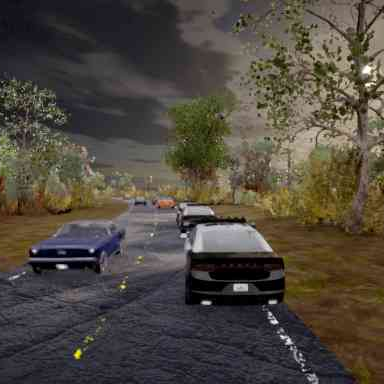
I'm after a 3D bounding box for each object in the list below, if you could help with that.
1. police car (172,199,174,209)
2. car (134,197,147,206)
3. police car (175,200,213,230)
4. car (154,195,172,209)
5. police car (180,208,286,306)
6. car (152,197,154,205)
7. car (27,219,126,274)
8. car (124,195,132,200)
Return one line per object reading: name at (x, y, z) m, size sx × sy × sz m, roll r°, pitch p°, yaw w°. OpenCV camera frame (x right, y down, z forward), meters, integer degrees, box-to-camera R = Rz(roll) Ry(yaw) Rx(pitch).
police car at (-0.218, 1.423, 24.349) m, size 1.930 × 1.638 × 5.238 m, roll 0°, pitch 0°, yaw -5°
car at (-8.307, 1.473, 53.658) m, size 1.882 × 1.535 × 5.008 m, roll 0°, pitch 0°, yaw -11°
police car at (0.244, 1.424, 18.319) m, size 1.930 × 1.638 × 5.238 m, roll 0°, pitch 0°, yaw -4°
car at (-3.680, 1.348, 45.664) m, size 2.097 × 1.767 × 4.553 m, roll 0°, pitch 0°, yaw -9°
police car at (0.746, 1.425, 8.252) m, size 1.930 × 1.638 × 5.238 m, roll 0°, pitch 0°, yaw -2°
car at (-5.852, 1.346, 57.962) m, size 2.097 × 1.767 × 4.553 m, roll 0°, pitch 0°, yaw -12°
car at (-3.392, 1.600, 10.667) m, size 1.895 × 1.301 × 4.718 m, roll 0°, pitch 0°, yaw -2°
car at (-17.422, 1.517, 90.056) m, size 1.812 × 1.442 × 4.674 m, roll 0°, pitch 0°, yaw -18°
